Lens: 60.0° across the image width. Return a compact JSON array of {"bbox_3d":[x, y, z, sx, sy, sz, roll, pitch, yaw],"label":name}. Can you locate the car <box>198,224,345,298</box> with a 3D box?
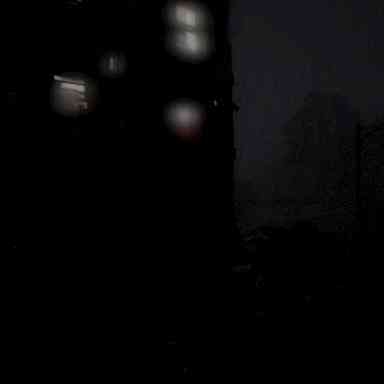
[{"bbox_3d":[2.103,1.492,8.194,4.206,1.307,1.802,-1,0,-35],"label":"car"}]
